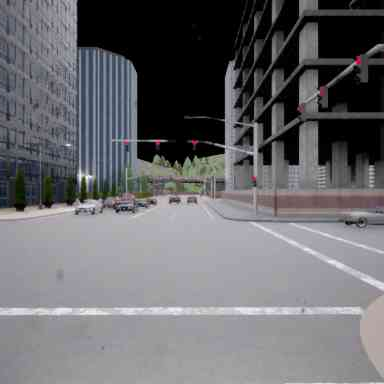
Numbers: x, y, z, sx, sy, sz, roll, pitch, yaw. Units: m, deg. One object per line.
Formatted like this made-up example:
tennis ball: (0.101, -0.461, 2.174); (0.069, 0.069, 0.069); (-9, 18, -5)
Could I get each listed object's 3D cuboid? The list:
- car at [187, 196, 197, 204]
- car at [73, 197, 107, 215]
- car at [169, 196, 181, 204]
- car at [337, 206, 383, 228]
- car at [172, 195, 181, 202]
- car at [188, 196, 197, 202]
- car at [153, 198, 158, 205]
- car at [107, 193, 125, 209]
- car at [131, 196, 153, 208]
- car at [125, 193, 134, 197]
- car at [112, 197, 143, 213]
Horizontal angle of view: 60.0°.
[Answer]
car: (0.052, 1.492, 64.530); (2.128, 1.511, 4.902); (0, 0, 0)
car: (-10.570, 1.526, 34.411); (1.812, 1.442, 4.674); (0, 0, 0)
car: (-3.448, 1.505, 64.534); (1.837, 1.490, 4.892); (0, 0, 0)
car: (11.897, 1.545, 21.197); (4.718, 1.301, 1.895); (0, 0, 0)
car: (-3.440, 1.508, 73.608); (1.812, 1.442, 4.674); (0, 0, 0)
car: (0.060, 1.579, 73.635); (1.895, 1.301, 4.718); (0, 0, 0)
car: (-7.037, 1.601, 56.675); (1.895, 1.301, 4.718); (0, 0, 0)
car: (-10.564, 1.352, 43.344); (2.097, 1.767, 4.553); (0, 0, 0)
car: (-7.061, 1.564, 46.635); (1.994, 1.385, 4.181); (0, 0, 0)
car: (-10.553, 1.221, 53.759); (2.150, 2.045, 5.566); (0, 0, 0)
car: (-7.069, 1.564, 36.726); (1.994, 1.385, 4.181); (0, 0, 0)
